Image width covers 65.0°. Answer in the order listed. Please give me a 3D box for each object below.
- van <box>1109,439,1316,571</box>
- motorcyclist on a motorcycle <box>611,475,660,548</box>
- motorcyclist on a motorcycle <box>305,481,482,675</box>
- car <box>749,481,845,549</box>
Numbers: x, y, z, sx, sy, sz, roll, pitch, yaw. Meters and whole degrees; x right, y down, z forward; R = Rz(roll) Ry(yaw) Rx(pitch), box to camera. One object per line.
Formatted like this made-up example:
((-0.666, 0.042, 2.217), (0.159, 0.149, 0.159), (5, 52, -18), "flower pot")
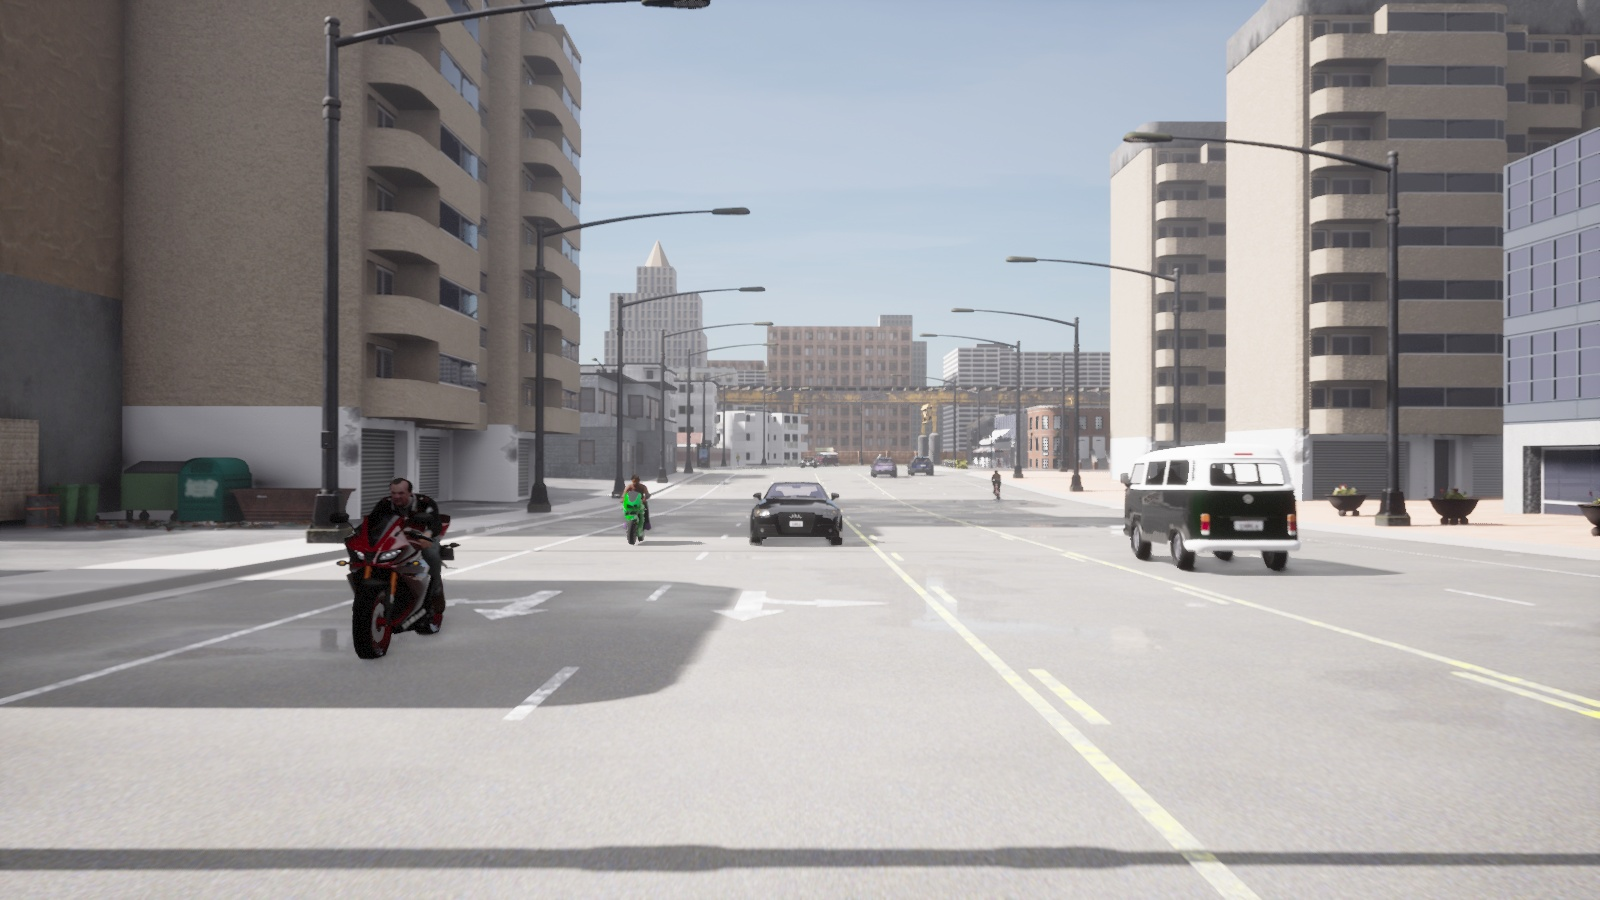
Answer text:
((6.943, 0.895, 21.701), (2.069, 2.038, 4.480), (0, -1, 0), "van")
((-3.570, 1.318, 27.398), (0.797, 1.523, 2.044), (0, -1, 0), "motorcyclist on a motorcycle")
((-3.530, 1.051, 11.153), (0.866, 1.530, 2.191), (0, -1, 0), "motorcyclist on a motorcycle")
((-0.072, 1.399, 28.227), (1.994, 1.385, 4.181), (0, -1, 0), "car")
